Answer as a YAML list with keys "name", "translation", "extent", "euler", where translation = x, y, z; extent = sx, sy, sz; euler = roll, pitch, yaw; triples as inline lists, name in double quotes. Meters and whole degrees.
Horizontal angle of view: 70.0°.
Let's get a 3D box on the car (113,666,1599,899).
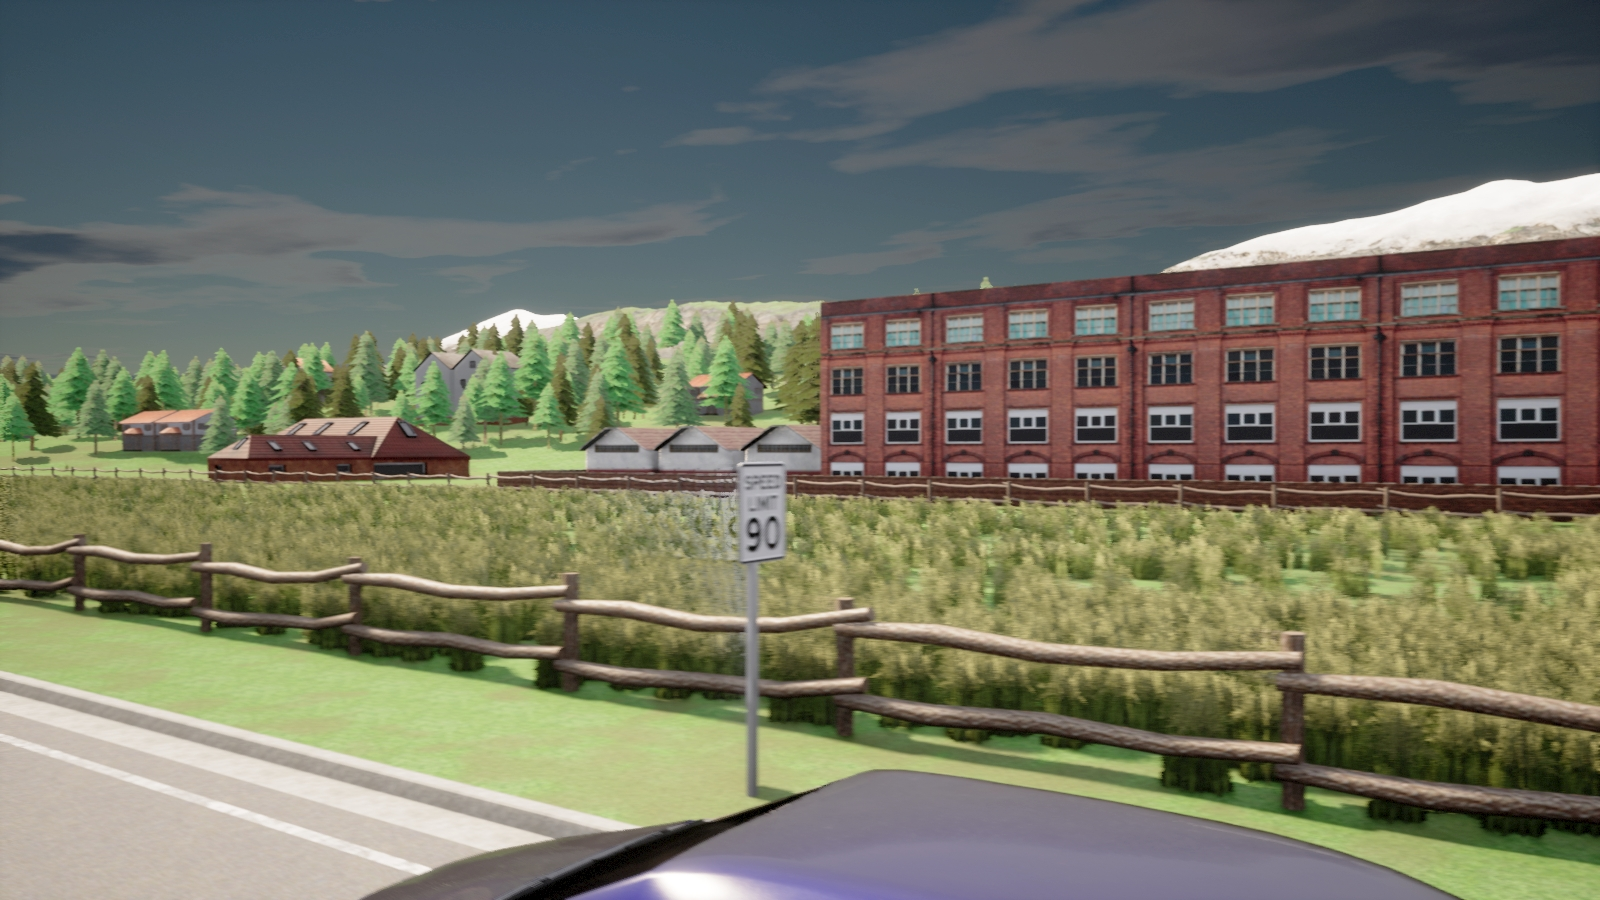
- name: "car"
  translation: [0.040, 1.969, 3.795]
  extent: [4.611, 1.667, 2.242]
  euler: [0, 0, 34]
